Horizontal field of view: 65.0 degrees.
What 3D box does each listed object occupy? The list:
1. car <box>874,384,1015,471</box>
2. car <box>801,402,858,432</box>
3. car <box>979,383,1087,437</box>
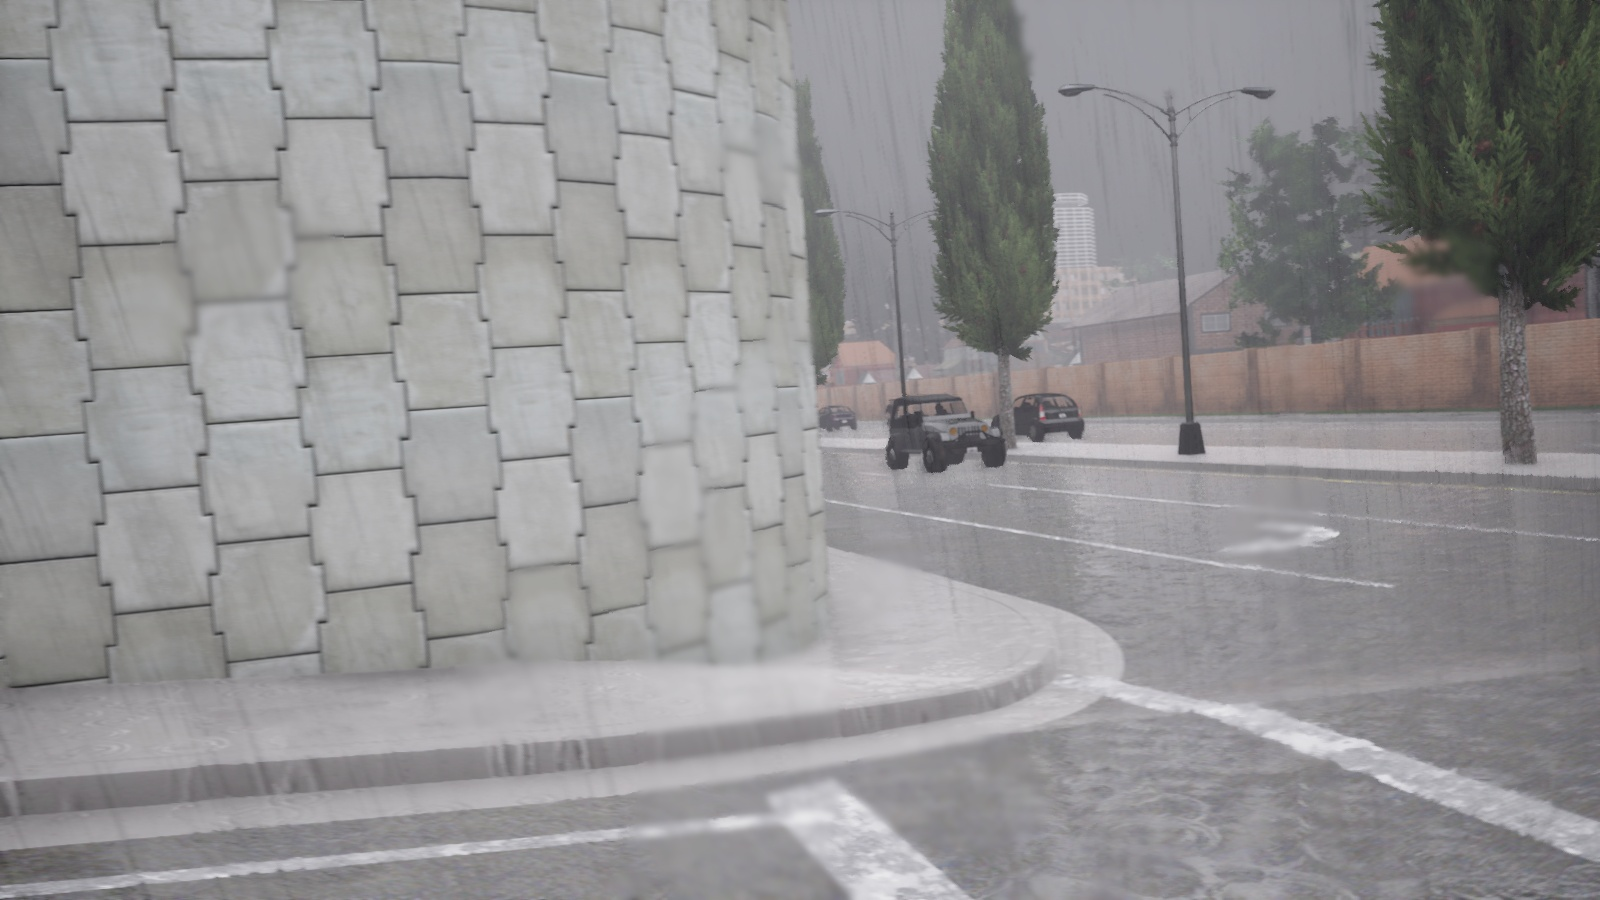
[{"bbox_3d":[3.542,-0.556,31.535,1.905,1.878,3.866,-6,3,-19],"label":"car"},{"bbox_3d":[1.671,-1.888,72.890,1.816,1.474,4.193,-6,3,-19],"label":"car"},{"bbox_3d":[7.972,-1.357,43.323,1.851,1.617,3.988,-6,3,-19],"label":"car"}]
